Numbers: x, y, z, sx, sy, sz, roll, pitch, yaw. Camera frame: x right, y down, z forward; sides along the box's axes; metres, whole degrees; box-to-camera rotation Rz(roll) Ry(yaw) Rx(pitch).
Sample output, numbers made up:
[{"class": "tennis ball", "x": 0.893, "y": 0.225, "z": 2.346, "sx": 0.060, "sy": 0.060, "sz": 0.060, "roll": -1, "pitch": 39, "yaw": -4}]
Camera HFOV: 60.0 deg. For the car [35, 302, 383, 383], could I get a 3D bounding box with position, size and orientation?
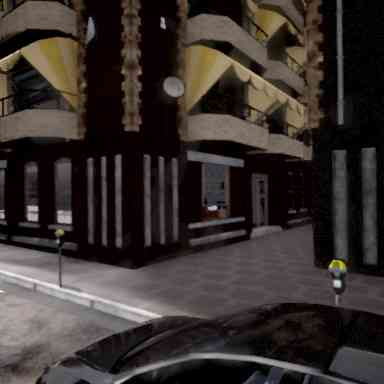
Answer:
[{"class": "car", "x": 0.649, "y": 1.565, "z": 2.424, "sx": 4.313, "sy": 1.339, "sz": 1.947, "roll": 0, "pitch": -1, "yaw": 35}]
